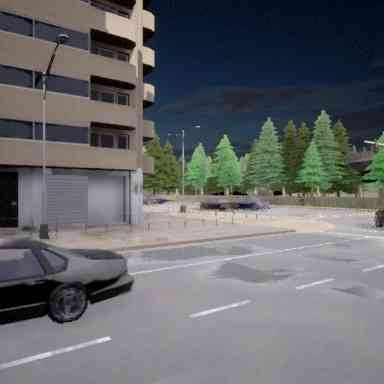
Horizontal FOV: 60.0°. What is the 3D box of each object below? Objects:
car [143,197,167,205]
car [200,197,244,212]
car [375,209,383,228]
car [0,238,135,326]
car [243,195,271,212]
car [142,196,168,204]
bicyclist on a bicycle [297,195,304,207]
[{"bbox_3d":[-6.722,1.508,55.508,4.181,1.385,1.994,0,0,38],"label":"car"},{"bbox_3d":[3.115,1.492,38.325,2.033,1.411,5.357,0,0,-35],"label":"car"},{"bbox_3d":[12.254,1.518,19.134,1.812,1.442,4.674,1,0,6],"label":"car"},{"bbox_3d":[-3.694,1.547,5.625,5.357,1.411,2.033,0,0,-35],"label":"car"},{"bbox_3d":[7.008,1.296,38.768,2.097,1.767,4.553,0,0,-35],"label":"car"},{"bbox_3d":[-7.160,1.545,64.420,4.718,1.301,1.895,0,0,31],"label":"car"},{"bbox_3d":[15.132,1.245,46.411,1.656,1.620,0.582,0,0,-35],"label":"bicyclist on a bicycle"}]
